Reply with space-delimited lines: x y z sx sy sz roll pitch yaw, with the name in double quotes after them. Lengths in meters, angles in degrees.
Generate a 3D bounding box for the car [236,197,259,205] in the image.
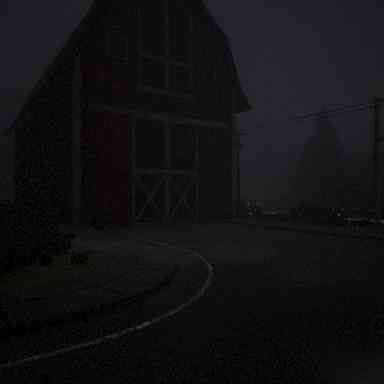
5.764 1.379 38.355 2.097 1.767 4.553 0 0 -34 "car"

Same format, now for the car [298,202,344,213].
11.328 1.627 30.246 1.895 1.301 4.718 0 0 -34 "car"
